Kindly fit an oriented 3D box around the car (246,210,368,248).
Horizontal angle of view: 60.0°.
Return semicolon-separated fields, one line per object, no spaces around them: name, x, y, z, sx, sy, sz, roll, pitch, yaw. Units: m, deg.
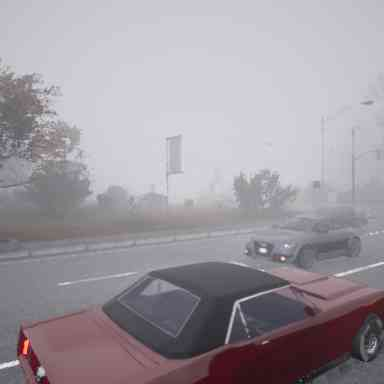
car;3.710;1.514;10.955;4.181;1.385;1.994;-1;0;-36

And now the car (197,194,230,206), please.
car;2.793;1.185;49.437;1.882;1.535;5.008;-1;1;-39

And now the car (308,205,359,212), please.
car;7.314;1.425;17.813;5.357;1.411;2.033;-1;0;-35

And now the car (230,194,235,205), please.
car;5.656;1.020;51.466;2.097;1.767;4.553;-1;0;-39

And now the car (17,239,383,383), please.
car;0.579;1.592;4.162;4.718;1.301;1.895;0;0;-36
